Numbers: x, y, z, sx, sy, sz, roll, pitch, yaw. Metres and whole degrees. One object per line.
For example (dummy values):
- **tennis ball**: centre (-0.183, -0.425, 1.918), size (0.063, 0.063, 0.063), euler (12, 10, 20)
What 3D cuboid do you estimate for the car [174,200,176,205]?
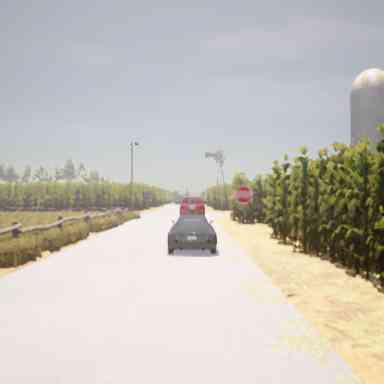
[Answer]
- **car**: centre (-3.054, 2.442, 78.508), size (1.994, 1.385, 4.181), euler (0, -2, 0)

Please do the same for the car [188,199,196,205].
- **car**: centre (0.048, 2.423, 80.773), size (1.882, 1.535, 5.008), euler (0, -2, 0)

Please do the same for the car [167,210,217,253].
- **car**: centre (0.013, 1.674, 14.287), size (1.994, 1.385, 4.181), euler (0, 0, 0)

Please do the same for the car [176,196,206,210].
- **car**: centre (0.018, 1.389, 29.005), size (2.150, 2.045, 5.566), euler (0, 0, 0)
